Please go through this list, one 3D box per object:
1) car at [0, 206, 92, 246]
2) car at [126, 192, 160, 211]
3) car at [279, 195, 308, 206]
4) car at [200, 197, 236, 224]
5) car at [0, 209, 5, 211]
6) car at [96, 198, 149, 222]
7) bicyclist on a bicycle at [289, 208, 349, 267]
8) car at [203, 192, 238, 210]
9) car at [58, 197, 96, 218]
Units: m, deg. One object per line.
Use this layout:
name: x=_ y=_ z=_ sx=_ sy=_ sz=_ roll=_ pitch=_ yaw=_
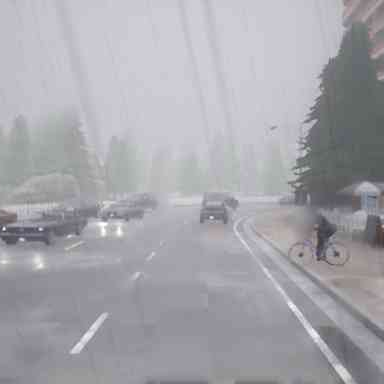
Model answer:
car: x=-6.463 y=1.520 z=15.084 sx=1.895 sy=1.301 sz=4.718 roll=0 pitch=0 yaw=3
car: x=-5.509 y=1.037 z=35.126 sx=2.150 sy=2.045 sz=5.566 roll=0 pitch=0 yaw=25
car: x=14.593 y=1.245 z=47.818 sx=4.902 sy=1.511 sz=2.128 roll=0 pitch=0 yaw=-35
car: x=1.817 y=1.381 z=23.983 sx=1.837 sy=1.490 sz=4.892 roll=-1 pitch=0 yaw=12
car: x=-9.936 y=1.397 z=14.949 sx=1.882 sy=1.535 sz=5.008 roll=0 pitch=0 yaw=4
car: x=-5.159 y=1.431 z=25.201 sx=1.994 sy=1.385 sz=4.181 roll=0 pitch=0 yaw=13
bicyclist on a bicycle: x=3.466 y=1.255 z=9.101 sx=1.656 sy=1.620 sz=0.582 roll=0 pitch=0 yaw=2
car: x=3.089 y=1.035 z=36.016 sx=2.150 sy=2.045 sz=5.566 roll=0 pitch=0 yaw=31
car: x=-8.735 y=1.219 z=25.031 sx=2.097 sy=1.767 sz=4.553 roll=0 pitch=0 yaw=13
